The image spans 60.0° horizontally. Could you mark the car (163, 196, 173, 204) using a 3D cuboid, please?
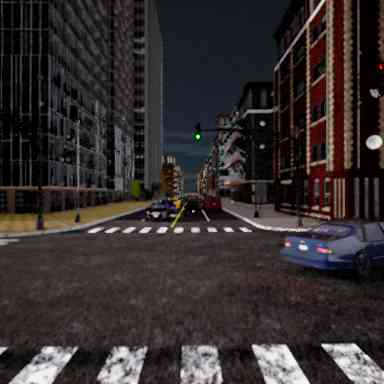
[{"bbox_3d":[-5.318,1.764,74.201,1.967,1.590,4.097,0,0,0],"label":"car"}]

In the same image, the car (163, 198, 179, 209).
[{"bbox_3d":[-2.794,1.691,38.114,1.812,1.442,4.674,0,0,0],"label":"car"}]

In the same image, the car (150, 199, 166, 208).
[{"bbox_3d":[-5.285,1.777,51.831,2.008,1.369,4.403,0,0,0],"label":"car"}]

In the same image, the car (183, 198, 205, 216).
[{"bbox_3d":[0.122,1.656,35.116,1.837,1.490,4.892,0,0,0],"label":"car"}]

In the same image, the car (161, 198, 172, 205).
[{"bbox_3d":[-5.275,1.850,68.610,2.008,1.369,4.403,0,0,0],"label":"car"}]

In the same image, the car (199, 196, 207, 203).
[{"bbox_3d":[2.744,1.801,83.398,1.967,1.590,4.097,0,0,0],"label":"car"}]

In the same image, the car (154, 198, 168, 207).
[{"bbox_3d":[-5.281,1.795,57.424,1.887,1.381,4.507,0,0,0],"label":"car"}]

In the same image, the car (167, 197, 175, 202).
[{"bbox_3d":[-5.394,1.954,85.388,1.802,1.307,4.206,0,0,0],"label":"car"}]

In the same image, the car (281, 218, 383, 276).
[{"bbox_3d":[5.213,1.510,10.111,5.357,1.411,2.033,-1,0,-28],"label":"car"}]

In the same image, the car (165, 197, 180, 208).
[{"bbox_3d":[-2.720,1.689,48.600,1.882,1.535,5.008,0,0,0],"label":"car"}]

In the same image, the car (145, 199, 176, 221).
[{"bbox_3d":[-2.826,1.615,28.487,2.128,1.511,4.902,0,0,0],"label":"car"}]

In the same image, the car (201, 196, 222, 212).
[{"bbox_3d":[2.588,1.490,40.642,2.192,1.841,5.009,0,0,0],"label":"car"}]

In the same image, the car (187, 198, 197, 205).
[{"bbox_3d":[0.041,1.854,68.343,1.994,1.385,4.181,0,0,0],"label":"car"}]
